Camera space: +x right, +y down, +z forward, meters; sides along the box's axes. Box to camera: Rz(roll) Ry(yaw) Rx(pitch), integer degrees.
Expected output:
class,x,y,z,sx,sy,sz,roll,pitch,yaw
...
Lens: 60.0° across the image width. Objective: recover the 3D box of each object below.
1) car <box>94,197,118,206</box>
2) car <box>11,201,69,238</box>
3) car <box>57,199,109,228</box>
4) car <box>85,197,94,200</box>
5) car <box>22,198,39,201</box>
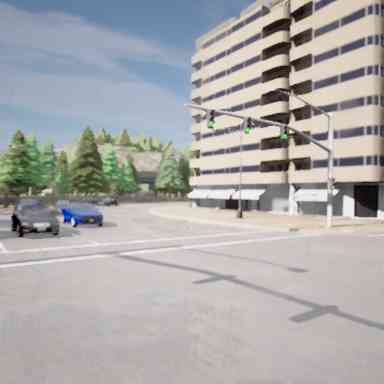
class,x,y,z,sx,sy,sz,roll,pitch,yaw
car,-13.869,1.651,55.134,1.812,1.442,4.674,1,-1,13
car,-8.322,1.454,17.540,2.128,1.511,4.902,1,0,-33
car,-7.529,1.484,22.697,1.882,1.535,5.008,1,0,-32
car,-17.207,1.601,56.287,1.837,1.490,4.892,1,-1,14
car,-16.748,1.431,34.321,1.882,1.535,5.008,1,0,-14
